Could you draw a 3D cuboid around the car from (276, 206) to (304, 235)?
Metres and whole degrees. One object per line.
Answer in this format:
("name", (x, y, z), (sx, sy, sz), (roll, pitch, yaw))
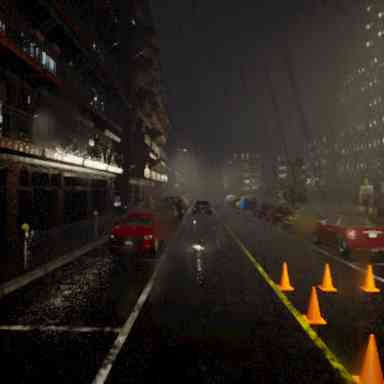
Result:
("car", (6.409, 1.618, 19.127), (1.752, 1.417, 4.829), (0, 0, 1))

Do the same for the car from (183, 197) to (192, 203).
("car", (-0.936, 1.652, 68.861), (1.802, 1.307, 4.206), (0, 0, 1))

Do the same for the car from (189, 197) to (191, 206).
("car", (-1.511, 1.567, 41.234), (2.008, 1.369, 4.403), (0, 0, 1))

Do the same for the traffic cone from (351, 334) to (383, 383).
("traffic cone", (2.126, 1.984, 3.934), (0.340, 0.580, 0.340), (1, 0, 1))

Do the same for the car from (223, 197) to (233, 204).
("car", (7.446, 1.700, 68.855), (1.752, 1.417, 4.829), (0, 0, 1))

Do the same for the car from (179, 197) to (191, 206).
("car", (-1.166, 1.591, 57.810), (1.887, 1.381, 4.507), (0, 0, 1))

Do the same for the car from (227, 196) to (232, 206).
("car", (7.097, 1.706, 52.110), (1.947, 1.339, 4.313), (0, 0, 1))

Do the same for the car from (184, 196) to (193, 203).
("car", (-0.821, 1.664, 74.385), (1.802, 1.307, 4.206), (0, 0, 1))

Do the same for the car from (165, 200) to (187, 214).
("car", (-1.626, 1.559, 35.709), (2.008, 1.369, 4.403), (0, 0, 1))

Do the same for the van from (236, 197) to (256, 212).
("van", (6.868, 1.462, 41.059), (1.690, 1.788, 3.998), (0, 0, 1))

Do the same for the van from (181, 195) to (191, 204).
("van", (-1.050, 1.399, 63.336), (1.690, 1.788, 3.998), (0, 0, 1))

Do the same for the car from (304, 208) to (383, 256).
("car", (6.291, 1.527, 13.431), (1.967, 1.590, 4.097), (0, 0, 1))

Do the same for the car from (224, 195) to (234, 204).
("car", (7.212, 1.591, 57.635), (1.967, 1.590, 4.097), (0, 0, 1))

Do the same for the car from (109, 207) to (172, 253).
("car", (-2.088, 1.527, 13.607), (1.887, 1.381, 4.507), (0, 0, 1))

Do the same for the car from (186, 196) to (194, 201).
("car", (-0.590, 1.674, 85.437), (1.947, 1.339, 4.313), (0, 0, 1))

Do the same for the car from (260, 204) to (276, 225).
("car", (6.520, 1.681, 24.483), (1.802, 1.307, 4.206), (0, 0, 1))

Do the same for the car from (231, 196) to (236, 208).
("car", (6.985, 1.656, 46.753), (1.752, 1.417, 4.829), (0, 0, 1))

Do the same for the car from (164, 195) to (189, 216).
("car", (-1.741, 1.316, 30.183), (2.192, 1.841, 5.009), (0, 0, 1))

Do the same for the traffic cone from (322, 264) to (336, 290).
("traffic cone", (3.210, 2.000, 7.912), (0.340, 0.580, 0.340), (1, 0, 1))

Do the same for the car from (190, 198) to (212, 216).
("car", (1.021, 1.564, 33.357), (1.812, 1.442, 4.674), (1, 0, 1))

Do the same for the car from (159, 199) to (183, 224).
("car", (-1.861, 1.520, 24.488), (1.752, 1.417, 4.829), (0, 0, 1))

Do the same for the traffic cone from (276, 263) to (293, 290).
("traffic cone", (2.210, 1.987, 7.933), (0.340, 0.580, 0.340), (1, 0, 1))

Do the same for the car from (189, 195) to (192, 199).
("car", (-1.395, 1.466, 46.758), (1.967, 1.590, 4.097), (0, 0, 1))

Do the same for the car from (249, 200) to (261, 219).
("car", (6.635, 1.687, 30.008), (1.802, 1.307, 4.206), (0, 0, 1))

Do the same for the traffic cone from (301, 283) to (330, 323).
("traffic cone", (2.168, 1.985, 5.933), (0.340, 0.580, 0.340), (1, 0, 1))

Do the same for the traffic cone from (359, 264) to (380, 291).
("traffic cone", (4.209, 2.012, 7.891), (0.340, 0.580, 0.340), (1, 0, 1))
